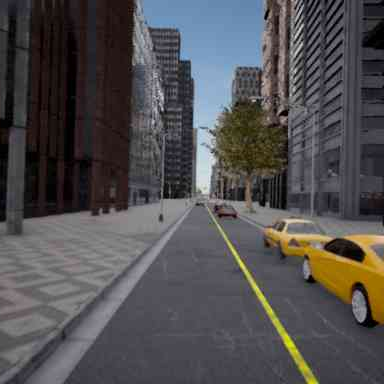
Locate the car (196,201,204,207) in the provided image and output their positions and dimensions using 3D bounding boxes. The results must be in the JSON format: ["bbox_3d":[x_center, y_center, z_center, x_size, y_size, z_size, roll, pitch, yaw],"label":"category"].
[{"bbox_3d":[1.726,2.538,71.336,1.895,1.301,4.718,2,-1,1],"label":"car"}]

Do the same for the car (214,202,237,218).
[{"bbox_3d":[3.900,2.139,37.256,1.994,1.385,4.181,2,-1,2],"label":"car"}]

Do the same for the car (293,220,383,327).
[{"bbox_3d":[3.987,1.681,7.418,1.882,1.535,5.008,2,-1,1],"label":"car"}]

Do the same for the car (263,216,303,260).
[{"bbox_3d":[4.146,1.741,13.607,1.801,1.575,5.366,2,-1,1],"label":"car"}]
